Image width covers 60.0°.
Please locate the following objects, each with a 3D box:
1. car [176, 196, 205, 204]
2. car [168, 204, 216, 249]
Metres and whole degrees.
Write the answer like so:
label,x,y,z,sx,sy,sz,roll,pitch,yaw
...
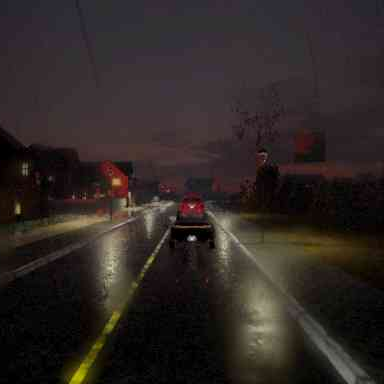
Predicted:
label,x,y,z,sx,sy,sz,roll,pitch,yaw
car,0.000,1.326,29.685,2.150,2.045,5.566,0,0,0
car,0.000,1.513,14.652,2.128,1.511,4.902,0,0,0
